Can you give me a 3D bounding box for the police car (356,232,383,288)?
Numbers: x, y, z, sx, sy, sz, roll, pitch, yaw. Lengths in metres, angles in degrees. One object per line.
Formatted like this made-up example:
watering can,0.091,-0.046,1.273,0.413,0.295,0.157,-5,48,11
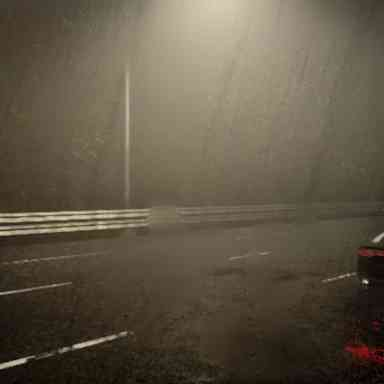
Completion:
police car,6.044,1.440,8.193,5.238,1.638,1.930,0,1,-37
